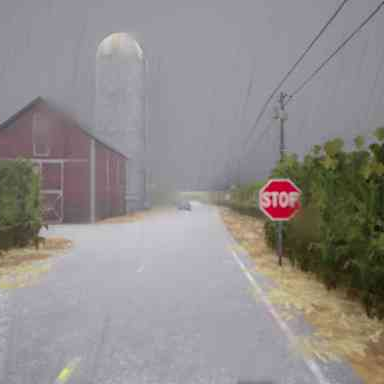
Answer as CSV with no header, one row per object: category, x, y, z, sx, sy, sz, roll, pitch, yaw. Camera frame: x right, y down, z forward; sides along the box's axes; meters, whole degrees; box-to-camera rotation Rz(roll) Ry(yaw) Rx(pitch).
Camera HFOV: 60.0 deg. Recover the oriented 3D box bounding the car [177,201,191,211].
car,-1.155,2.218,51.381,1.837,1.490,4.892,0,0,5
